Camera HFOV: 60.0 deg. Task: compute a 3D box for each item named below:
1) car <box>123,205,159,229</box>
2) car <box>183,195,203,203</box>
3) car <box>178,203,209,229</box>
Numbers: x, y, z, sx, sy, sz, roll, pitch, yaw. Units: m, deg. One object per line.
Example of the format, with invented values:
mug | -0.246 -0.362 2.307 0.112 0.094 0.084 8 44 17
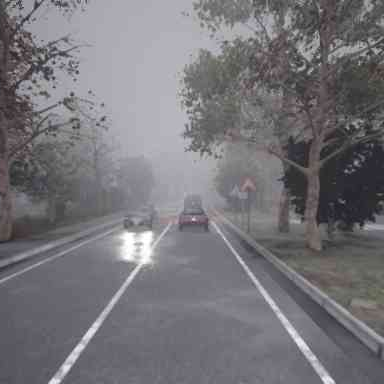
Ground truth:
car | -3.344 1.611 22.461 2.128 1.511 4.902 0 -1 0
car | 0.146 1.355 40.235 2.150 2.045 5.566 0 0 1
car | 0.102 1.678 22.768 1.994 1.385 4.181 0 0 0
